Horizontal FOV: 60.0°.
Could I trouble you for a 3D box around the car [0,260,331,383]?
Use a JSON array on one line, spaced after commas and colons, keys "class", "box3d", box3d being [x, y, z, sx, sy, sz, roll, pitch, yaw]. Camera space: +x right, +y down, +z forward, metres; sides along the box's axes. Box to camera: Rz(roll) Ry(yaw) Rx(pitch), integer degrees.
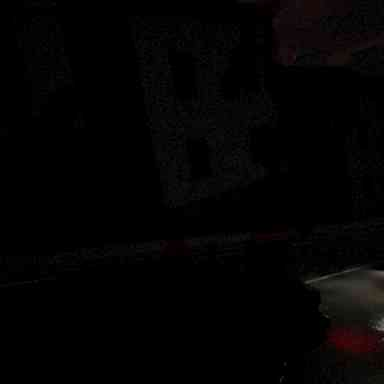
[{"class": "car", "box3d": [-0.725, 1.537, 3.506, 5.357, 1.411, 2.033, 0, 0, -36]}]
